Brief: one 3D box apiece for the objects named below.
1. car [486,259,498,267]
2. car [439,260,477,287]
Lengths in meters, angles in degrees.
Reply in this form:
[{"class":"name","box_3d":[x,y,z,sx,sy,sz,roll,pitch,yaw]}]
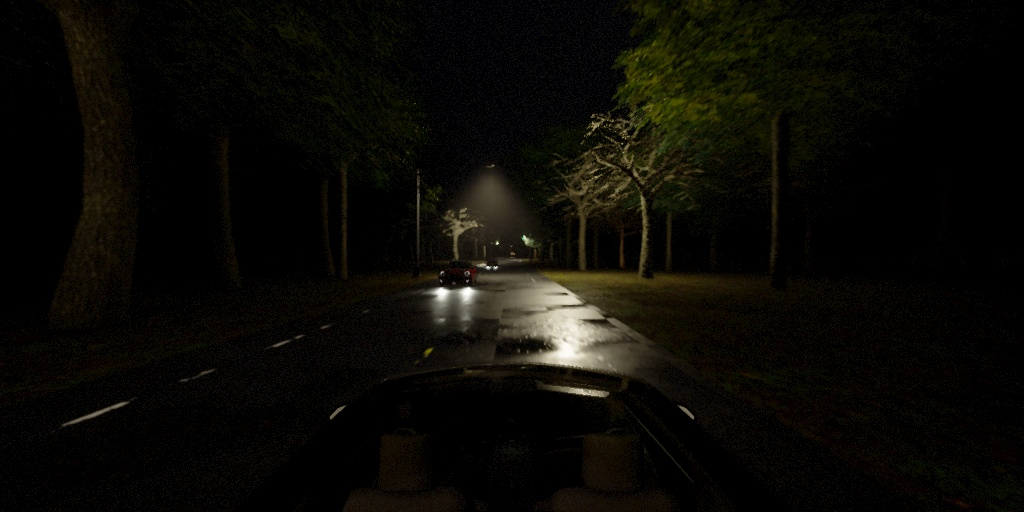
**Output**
[{"class":"car","box_3d":[-3.525,1.188,64.664,1.994,1.385,4.181,0,0,0]},{"class":"car","box_3d":[-3.590,1.093,24.435,2.097,1.767,4.553,0,0,0]}]
